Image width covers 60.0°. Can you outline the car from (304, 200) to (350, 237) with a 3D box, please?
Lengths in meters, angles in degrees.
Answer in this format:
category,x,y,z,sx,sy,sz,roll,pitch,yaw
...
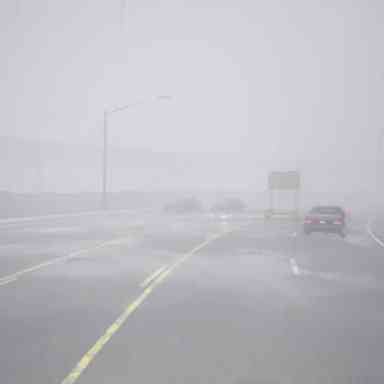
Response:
category,x,y,z,sx,sy,sz,roll,pitch,yaw
car,6.996,1.384,17.156,2.033,1.411,5.357,0,1,27

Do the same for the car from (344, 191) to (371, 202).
category,x,y,z,sx,sy,sz,roll,pitch,yaw
car,29.402,0.781,59.082,5.566,2.045,2.150,0,0,-31

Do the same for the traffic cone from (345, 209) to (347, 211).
category,x,y,z,sx,sy,sz,roll,pitch,yaw
traffic cone,15.714,1.622,34.290,0.340,0.580,0.340,0,0,36

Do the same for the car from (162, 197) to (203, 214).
category,x,y,z,sx,sy,sz,roll,pitch,yaw
car,-0.820,1.225,31.527,1.882,1.535,5.008,0,0,33

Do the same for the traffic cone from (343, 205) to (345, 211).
category,x,y,z,sx,sy,sz,roll,pitch,yaw
traffic cone,14.536,1.639,32.674,0.340,0.580,0.340,0,0,36

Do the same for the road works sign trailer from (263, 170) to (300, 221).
category,x,y,z,sx,sy,sz,roll,pitch,yaw
road works sign trailer,6.858,0.234,24.648,2.380,3.560,2.880,0,1,36

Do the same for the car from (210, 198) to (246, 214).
category,x,y,z,sx,sy,sz,roll,pitch,yaw
car,3.500,1.265,31.758,1.812,1.442,4.674,0,0,36
